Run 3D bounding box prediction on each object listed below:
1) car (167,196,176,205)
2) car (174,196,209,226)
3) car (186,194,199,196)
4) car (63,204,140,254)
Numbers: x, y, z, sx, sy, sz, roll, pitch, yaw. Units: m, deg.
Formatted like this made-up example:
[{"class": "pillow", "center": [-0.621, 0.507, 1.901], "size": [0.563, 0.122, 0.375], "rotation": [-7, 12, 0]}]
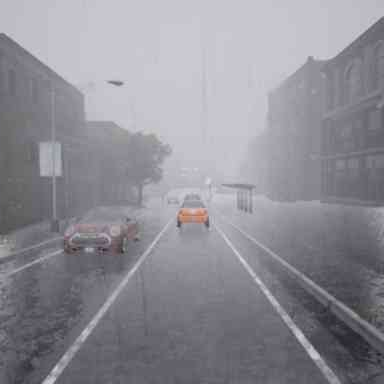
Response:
[{"class": "car", "center": [-3.136, 1.409, 56.191], "size": [2.128, 1.511, 4.902], "rotation": [0, 1, 1]}, {"class": "car", "center": [0.073, 1.361, 23.534], "size": [2.097, 1.767, 4.553], "rotation": [0, 0, 0]}, {"class": "car", "center": [0.058, 1.232, 42.779], "size": [2.150, 2.045, 5.566], "rotation": [0, 0, 0]}, {"class": "car", "center": [-3.431, 1.350, 13.407], "size": [2.097, 1.767, 4.553], "rotation": [0, 0, 0]}]
